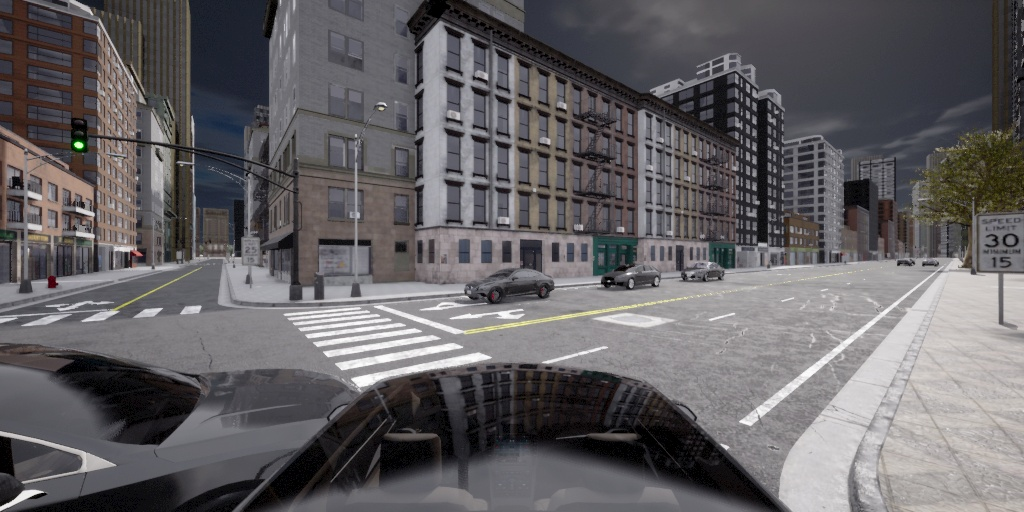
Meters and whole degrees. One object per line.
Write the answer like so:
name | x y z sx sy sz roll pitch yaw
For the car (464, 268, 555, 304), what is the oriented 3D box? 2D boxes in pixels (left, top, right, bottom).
car | -0.011 1.287 16.765 4.674 1.442 1.812 0 0 -39

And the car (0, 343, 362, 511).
car | -3.219 1.257 1.799 4.892 1.490 1.837 0 0 -34

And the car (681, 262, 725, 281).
car | 15.710 1.237 29.435 4.902 1.511 2.128 0 0 -39

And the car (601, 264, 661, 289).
car | 7.690 1.259 22.978 4.892 1.490 1.837 0 0 -39
